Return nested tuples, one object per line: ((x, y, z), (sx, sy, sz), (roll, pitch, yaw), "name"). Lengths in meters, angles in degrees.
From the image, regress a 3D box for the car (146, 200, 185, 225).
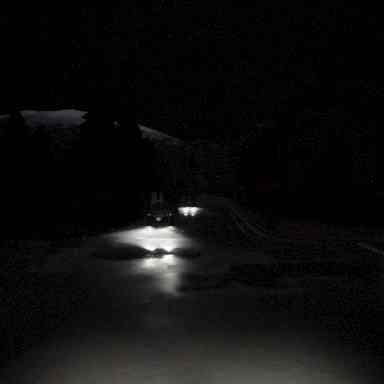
((-1.984, 1.481, 23.778), (2.128, 1.511, 4.902), (0, 0, 4), "car")

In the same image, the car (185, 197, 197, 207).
((-0.238, 1.468, 49.592), (2.128, 1.511, 4.902), (0, 0, 4), "car")
